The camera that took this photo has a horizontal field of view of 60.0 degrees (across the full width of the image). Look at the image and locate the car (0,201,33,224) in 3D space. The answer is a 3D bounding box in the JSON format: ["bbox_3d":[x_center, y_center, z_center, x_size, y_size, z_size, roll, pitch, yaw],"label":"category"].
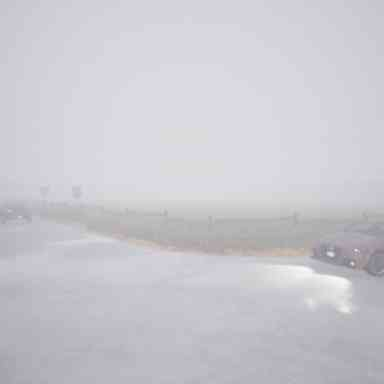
[{"bbox_3d":[-12.873,1.404,23.949,1.837,1.490,4.892,0,0,-38],"label":"car"}]

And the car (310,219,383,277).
[{"bbox_3d":[5.731,1.573,10.253,4.181,1.385,1.994,0,0,-25],"label":"car"}]
